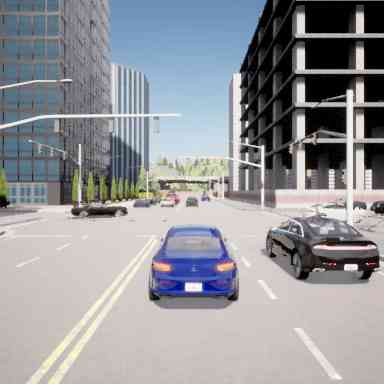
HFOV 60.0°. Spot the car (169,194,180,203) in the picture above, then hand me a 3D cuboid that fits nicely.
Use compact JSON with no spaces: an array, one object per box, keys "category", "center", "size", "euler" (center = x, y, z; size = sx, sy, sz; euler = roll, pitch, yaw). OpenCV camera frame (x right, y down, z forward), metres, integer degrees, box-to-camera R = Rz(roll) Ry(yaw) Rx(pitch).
[{"category":"car","center":[-3.638,1.355,70.028],"size":[2.097,1.767,4.553],"euler":[0,0,0]}]

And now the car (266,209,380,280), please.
[{"category":"car","center":[3.560,1.492,9.949],"size":[2.128,1.511,4.902],"euler":[0,0,-1]}]

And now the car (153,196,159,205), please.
[{"category":"car","center":[-7.198,1.601,56.896],"size":[1.895,1.301,4.718],"euler":[0,0,0]}]

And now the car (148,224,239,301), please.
[{"category":"car","center":[0.044,1.526,8.226],"size":[1.812,1.442,4.674],"euler":[0,0,0]}]

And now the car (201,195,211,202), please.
[{"category":"car","center":[3.347,1.522,77.827],"size":[1.812,1.442,4.674],"euler":[0,0,0]}]

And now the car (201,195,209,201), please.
[{"category":"car","center":[3.329,1.483,86.902],"size":[1.837,1.490,4.892],"euler":[0,0,0]}]

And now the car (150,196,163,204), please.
[{"category":"car","center":[-7.151,1.547,67.525],"size":[2.033,1.411,5.357],"euler":[0,0,0]}]

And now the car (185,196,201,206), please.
[{"category":"car","center":[-0.004,1.491,53.036],"size":[2.128,1.511,4.902],"euler":[0,0,0]}]

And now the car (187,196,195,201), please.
[{"category":"car","center":[-0.161,1.595,82.010],"size":[1.895,1.301,4.718],"euler":[0,0,0]}]

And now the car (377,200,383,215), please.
[{"category":"car","center":[19.762,1.166,31.054],"size":[5.566,2.045,2.150],"euler":[0,0,0]}]

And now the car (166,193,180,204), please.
[{"category":"car","center":[-3.693,1.221,60.038],"size":[2.150,2.045,5.566],"euler":[0,0,0]}]

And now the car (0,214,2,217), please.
[{"category":"car","center":[-16.117,1.545,23.375],"size":[4.718,1.301,1.895],"euler":[0,0,-1]}]

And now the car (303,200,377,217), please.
[{"category":"car","center":[10.255,1.469,23.794],"size":[4.674,1.442,1.812],"euler":[0,0,-1]}]

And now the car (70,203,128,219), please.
[{"category":"car","center":[-7.923,1.572,28.529],"size":[4.718,1.301,1.895],"euler":[0,0,-21]}]

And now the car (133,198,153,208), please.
[{"category":"car","center":[-7.190,1.564,48.135],"size":[1.994,1.385,4.181],"euler":[0,0,0]}]

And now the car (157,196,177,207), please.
[{"category":"car","center":[-3.695,1.601,50.263],"size":[1.895,1.301,4.718],"euler":[0,0,0]}]
